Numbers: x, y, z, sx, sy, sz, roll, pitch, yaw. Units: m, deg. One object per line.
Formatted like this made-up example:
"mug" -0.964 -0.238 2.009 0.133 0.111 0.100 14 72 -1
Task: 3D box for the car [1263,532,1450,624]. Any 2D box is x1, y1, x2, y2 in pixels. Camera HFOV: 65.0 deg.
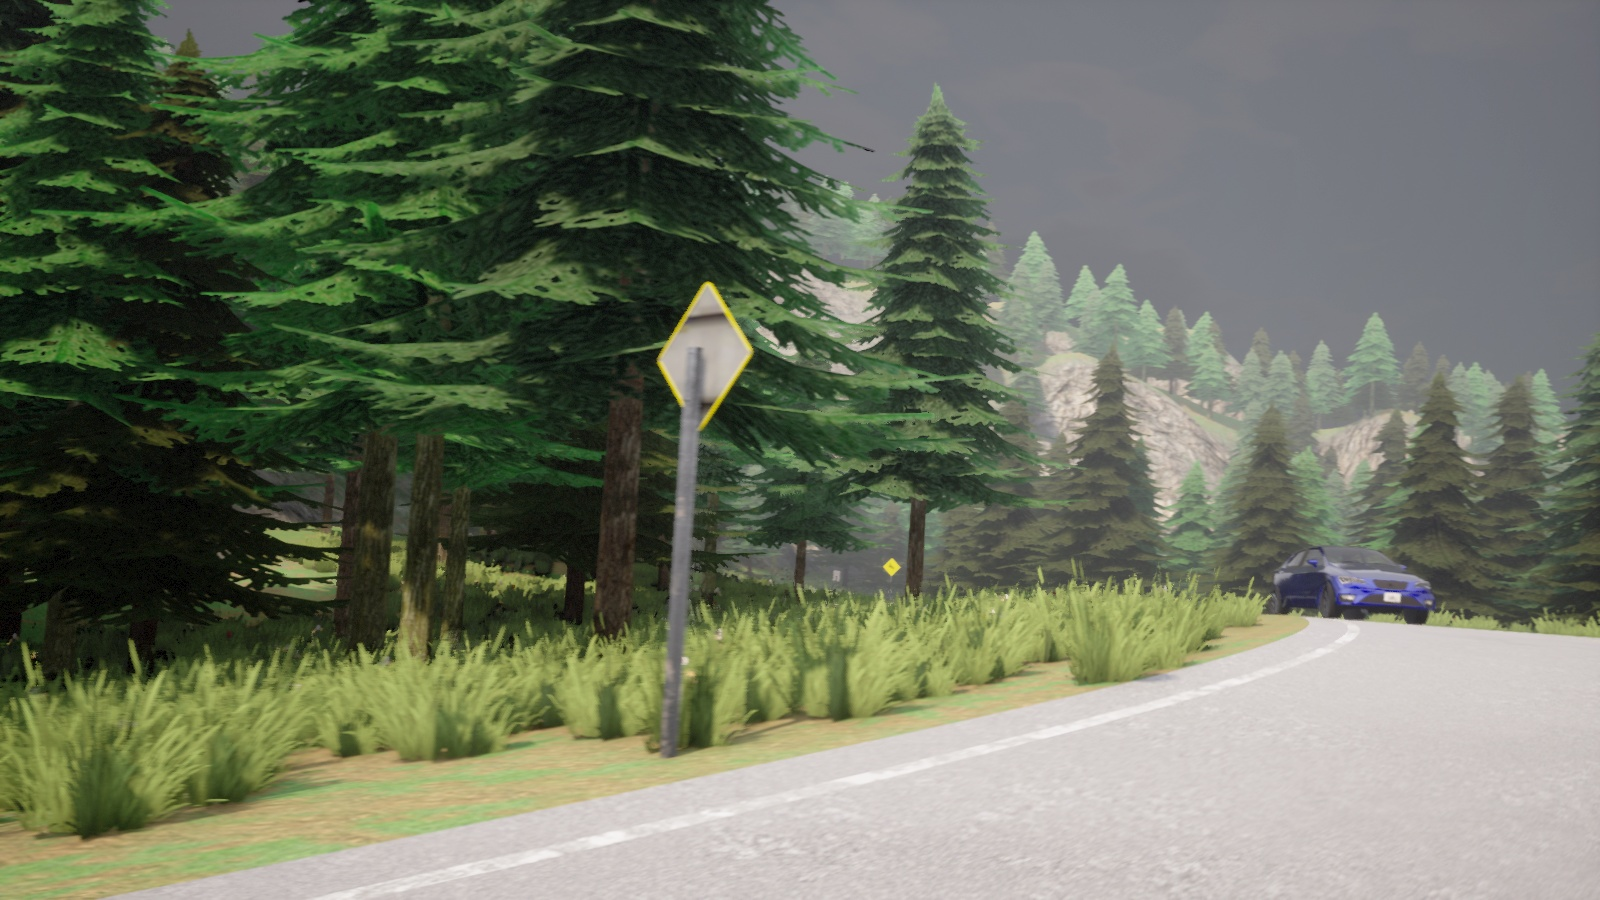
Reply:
"car" 10.387 2.486 23.783 1.816 1.474 4.193 3 -7 3
